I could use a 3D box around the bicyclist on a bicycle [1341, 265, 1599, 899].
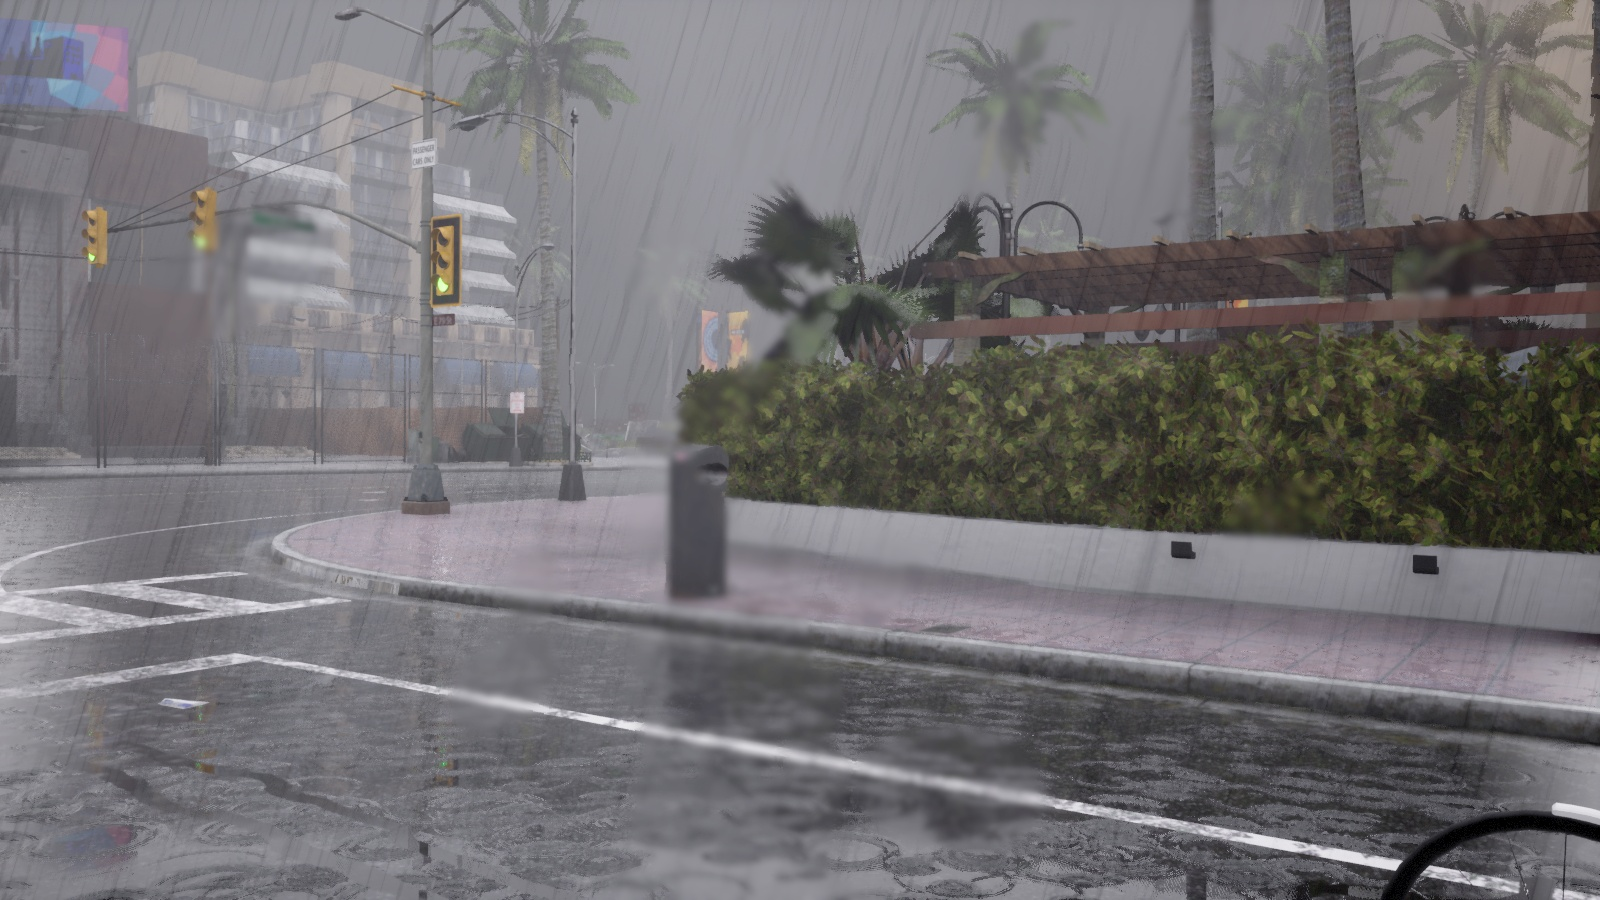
[{"bbox_3d":[2.029,0.553,2.267,1.843,1.776,0.659,0,1,34],"label":"bicyclist on a bicycle"}]
